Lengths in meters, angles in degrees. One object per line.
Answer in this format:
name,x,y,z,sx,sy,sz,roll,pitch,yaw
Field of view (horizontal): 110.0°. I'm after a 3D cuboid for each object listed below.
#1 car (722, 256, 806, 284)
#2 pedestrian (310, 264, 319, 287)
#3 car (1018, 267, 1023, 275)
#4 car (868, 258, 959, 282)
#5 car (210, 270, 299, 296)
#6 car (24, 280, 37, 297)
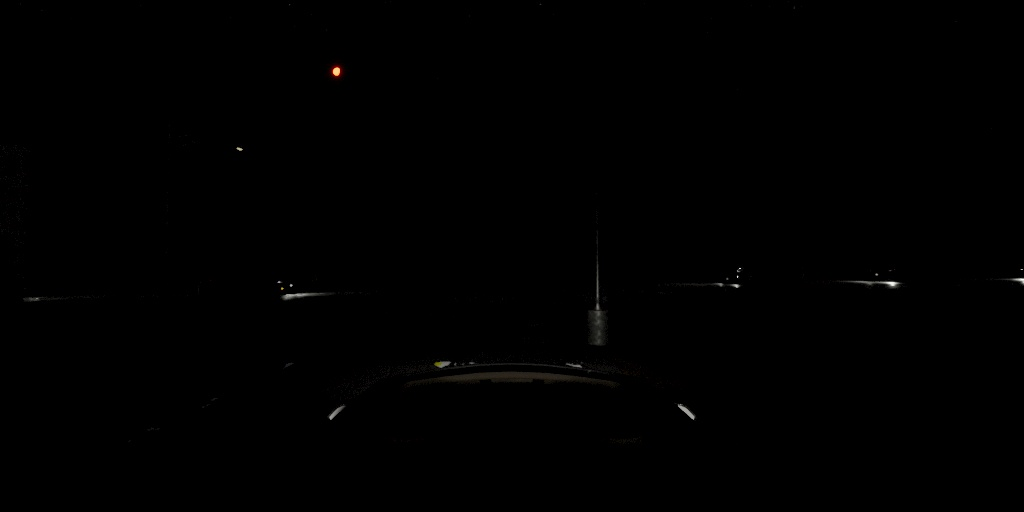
car,16.280,0.875,23.413,4.553,1.767,2.097,-1,-2,0
pedestrian,-15.061,1.466,27.383,0.375,1.860,0.375,0,-1,0
car,36.724,0.751,23.352,5.357,1.411,2.033,-1,-2,0
car,26.129,0.891,23.386,4.674,1.442,1.812,-1,-2,1
car,-14.181,1.466,19.774,4.181,1.385,1.994,-1,-2,0
car,-29.464,1.595,19.817,4.902,1.511,2.128,-1,-2,0
